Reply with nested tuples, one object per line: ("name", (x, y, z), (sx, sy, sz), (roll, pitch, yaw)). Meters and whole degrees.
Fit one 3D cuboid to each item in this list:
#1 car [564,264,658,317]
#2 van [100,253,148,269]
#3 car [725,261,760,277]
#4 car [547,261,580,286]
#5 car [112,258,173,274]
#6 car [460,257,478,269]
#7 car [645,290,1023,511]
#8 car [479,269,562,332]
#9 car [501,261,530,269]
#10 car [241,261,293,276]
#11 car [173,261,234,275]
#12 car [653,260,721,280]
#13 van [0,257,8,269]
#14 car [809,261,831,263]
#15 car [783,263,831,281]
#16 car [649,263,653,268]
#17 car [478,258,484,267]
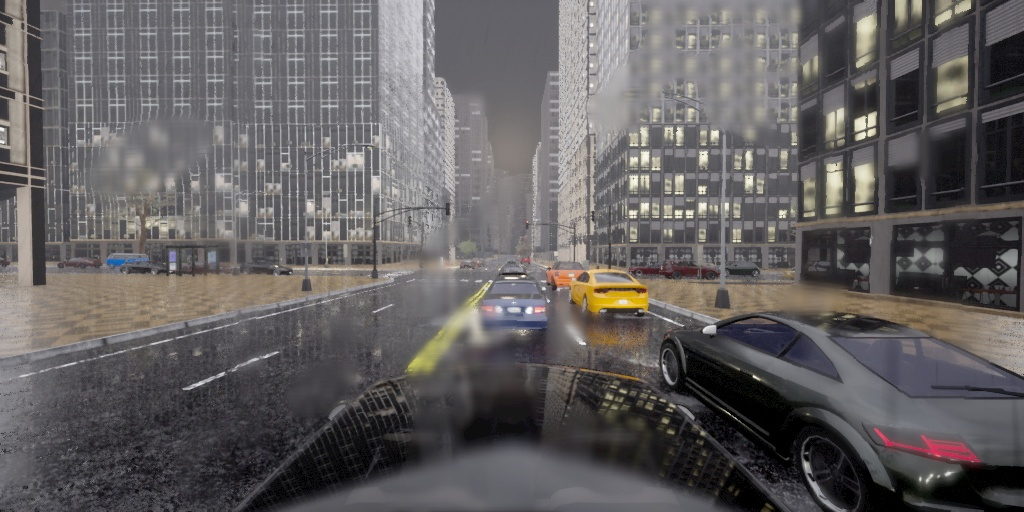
("car", (3.331, 1.222, 13.207), (1.882, 1.535, 5.008), (0, 0, 0))
("van", (-45.354, 0.604, 42.303), (3.998, 1.789, 1.690), (0, 0, 1))
("car", (23.914, 1.280, 38.565), (4.553, 1.767, 2.097), (1, 1, 1))
("car", (3.316, 1.091, 22.212), (2.097, 1.767, 4.553), (0, 0, 0))
("car", (-34.149, 1.068, 33.661), (4.313, 1.339, 1.948), (0, 0, 1))
("car", (-6.679, 1.277, 54.328), (1.994, 1.385, 4.181), (0, 0, 0))
("car", (3.341, 1.313, 4.122), (1.994, 1.385, 4.181), (0, 0, 0))
("car", (0.086, 1.294, 10.802), (2.033, 1.411, 5.357), (0, 0, 1))
("car", (0.070, 1.232, 20.554), (2.128, 1.511, 4.902), (0, 0, 0))
("car", (-22.784, 1.172, 33.374), (4.313, 1.339, 1.948), (0, 0, 1))
("car", (-28.468, 1.137, 33.497), (4.207, 1.307, 1.802), (0, 0, 1))
("car", (16.142, 1.268, 32.911), (5.009, 1.841, 2.192), (0, 0, 1))
("van", (-51.194, 0.686, 34.031), (3.998, 1.789, 1.690), (0, 0, 1))
("car", (32.662, 1.356, 38.423), (4.553, 1.767, 2.097), (0, 1, 1))
("car", (27.591, 1.577, 32.733), (4.829, 1.417, 1.751), (0, 0, 1))
("car", (15.018, 1.450, 38.737), (4.718, 1.301, 1.895), (1, 1, 2))
("car", (-6.665, 1.053, 64.329), (2.097, 1.767, 4.553), (0, 0, 0))
